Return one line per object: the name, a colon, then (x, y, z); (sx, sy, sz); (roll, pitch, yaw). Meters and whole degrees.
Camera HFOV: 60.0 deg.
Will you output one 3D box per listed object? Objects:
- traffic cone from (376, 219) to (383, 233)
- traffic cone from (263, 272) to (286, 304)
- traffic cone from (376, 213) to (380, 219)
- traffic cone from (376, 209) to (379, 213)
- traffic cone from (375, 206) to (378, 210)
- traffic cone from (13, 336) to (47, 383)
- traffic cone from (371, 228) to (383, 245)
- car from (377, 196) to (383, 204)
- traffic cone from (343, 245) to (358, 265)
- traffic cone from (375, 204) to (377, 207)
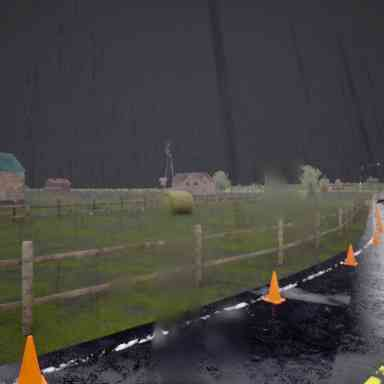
traffic cone: (10.323, 1.934, 18.207); (0.340, 0.580, 0.340); (0, 0, 29)
traffic cone: (1.712, 1.954, 6.907); (0.340, 0.580, 0.340); (0, 0, -44)
traffic cone: (12.716, 1.914, 22.590); (0.340, 0.580, 0.340); (0, 0, 29)
traffic cone: (15.112, 1.893, 26.979); (0.340, 0.580, 0.340); (0, 0, 29)
traffic cone: (17.508, 1.868, 31.368); (0.340, 0.580, 0.340); (0, 0, 29)
traffic cone: (-1.862, 1.951, 3.820); (0.340, 0.580, 0.340); (0, 0, -37)
traffic cone: (7.833, 1.944, 14.160); (0.340, 0.580, 0.340); (0, 0, 34)
car: (32.828, 1.365, 57.146); (1.895, 1.301, 4.718); (0, 0, 29)
traffic cone: (4.954, 1.951, 10.381); (0.340, 0.580, 0.340); (0, 0, 40)
traffic cone: (19.902, 1.843, 35.758); (0.340, 0.580, 0.340); (0, 0, 29)
